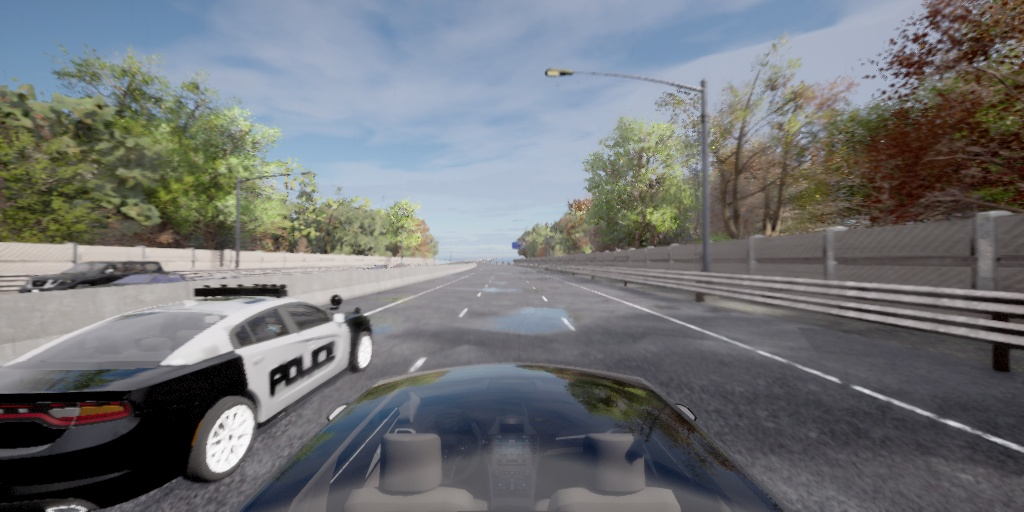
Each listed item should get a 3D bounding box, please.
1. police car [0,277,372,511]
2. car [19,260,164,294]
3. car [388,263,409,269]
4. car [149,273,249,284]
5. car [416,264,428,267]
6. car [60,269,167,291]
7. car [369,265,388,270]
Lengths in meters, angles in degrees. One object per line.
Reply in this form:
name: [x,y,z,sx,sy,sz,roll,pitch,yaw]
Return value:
police car: [-3.528,1.205,4.848,1.930,1.638,5.238,0,0,0]
car: [-21.209,1.251,18.705,2.150,2.045,5.566,0,-1,0]
car: [-18.549,2.002,59.847,2.097,1.767,4.553,0,-1,-2]
car: [-14.197,1.578,17.405,1.895,1.301,4.718,0,-1,0]
car: [-15.058,2.125,60.014,2.128,1.511,4.902,0,-1,-1]
car: [-17.701,1.545,17.614,2.033,1.411,5.357,0,-1,-1]
car: [-22.035,2.209,59.636,2.033,1.411,5.357,0,-1,-2]
